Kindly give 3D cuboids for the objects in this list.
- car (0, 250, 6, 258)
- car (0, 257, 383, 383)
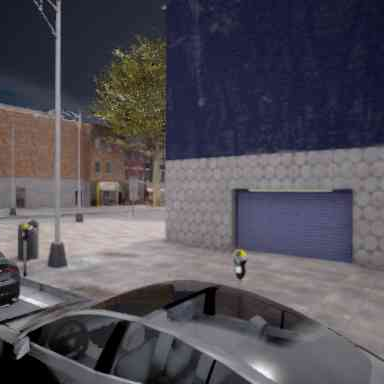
[{"bbox_3d":[-4.998,1.468,6.426,4.403,1.369,2.008,1,0,36],"label":"car"},{"bbox_3d":[-0.395,1.544,3.107,4.313,1.339,1.947,1,0,36],"label":"car"}]
